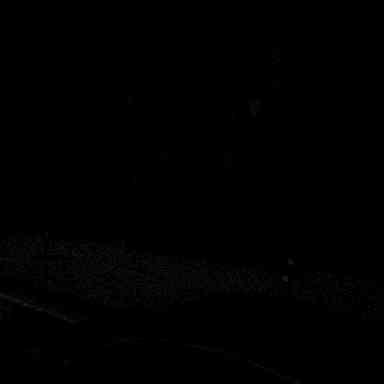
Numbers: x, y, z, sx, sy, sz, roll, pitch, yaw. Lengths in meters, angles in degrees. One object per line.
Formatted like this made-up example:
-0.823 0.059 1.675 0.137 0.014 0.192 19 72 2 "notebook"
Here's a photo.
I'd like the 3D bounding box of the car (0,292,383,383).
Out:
0.139 1.570 2.712 4.313 1.339 1.947 0 0 36 "car"
